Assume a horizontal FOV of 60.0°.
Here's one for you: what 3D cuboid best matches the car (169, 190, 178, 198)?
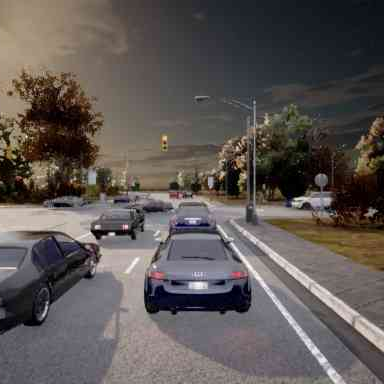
[{"bbox_3d":[-5.170,0.446,93.598,2.150,2.045,5.566,0,1,-7],"label":"car"}]

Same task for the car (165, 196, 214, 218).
[{"bbox_3d":[0.028,1.273,16.259,2.097,1.767,4.553,0,0,0],"label":"car"}]

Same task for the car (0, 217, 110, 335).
[{"bbox_3d":[-3.423,1.529,6.933,2.033,1.411,5.357,0,0,-1],"label":"car"}]

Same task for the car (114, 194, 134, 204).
[{"bbox_3d":[-10.840,1.275,52.060,1.895,1.301,4.718,0,0,0],"label":"car"}]

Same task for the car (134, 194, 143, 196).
[{"bbox_3d":[-10.860,1.097,61.162,2.128,1.511,4.902,0,0,0],"label":"car"}]

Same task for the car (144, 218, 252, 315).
[{"bbox_3d":[0.074,1.542,7.625,1.994,1.385,4.181,0,0,-1],"label":"car"}]

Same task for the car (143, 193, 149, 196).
[{"bbox_3d":[-10.913,1.104,71.119,1.895,1.301,4.718,0,1,-1],"label":"car"}]

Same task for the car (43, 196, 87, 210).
[{"bbox_3d":[-14.885,1.255,39.076,4.902,1.511,2.128,0,0,-4],"label":"car"}]

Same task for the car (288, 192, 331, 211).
[{"bbox_3d":[14.123,0.999,37.347,5.566,2.045,2.150,0,0,-4],"label":"car"}]

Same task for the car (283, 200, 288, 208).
[{"bbox_3d":[13.752,1.230,40.829,5.008,1.535,1.882,0,0,-4],"label":"car"}]

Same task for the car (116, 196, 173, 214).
[{"bbox_3d":[-4.056,1.369,30.762,2.033,1.411,5.357,0,0,38],"label":"car"}]

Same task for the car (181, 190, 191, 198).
[{"bbox_3d":[-1.659,0.447,93.728,2.150,2.045,5.566,0,1,-7],"label":"car"}]

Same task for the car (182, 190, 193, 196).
[{"bbox_3d":[-0.881,0.835,83.770,1.882,1.535,5.008,0,1,-4],"label":"car"}]

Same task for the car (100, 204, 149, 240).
[{"bbox_3d":[-3.493,1.520,16.578,1.895,1.301,4.718,0,0,-1],"label":"car"}]

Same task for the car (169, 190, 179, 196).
[{"bbox_3d":[-4.329,0.594,82.857,2.150,2.045,5.566,0,1,-3],"label":"car"}]
